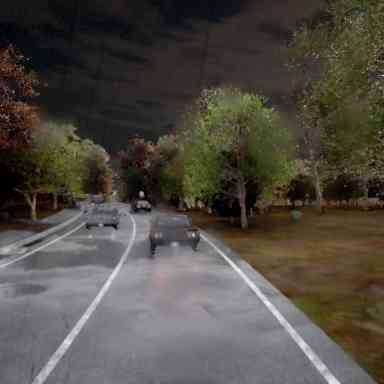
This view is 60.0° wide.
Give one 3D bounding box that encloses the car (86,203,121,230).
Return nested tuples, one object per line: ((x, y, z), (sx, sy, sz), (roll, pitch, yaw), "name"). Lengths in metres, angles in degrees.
((-5.603, 1.596, 21.351), (1.895, 1.301, 4.718), (1, 0, -10), "car")

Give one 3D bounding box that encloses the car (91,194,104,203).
((-17.391, 1.246, 61.197), (2.097, 1.767, 4.553), (1, 0, -19), "car")

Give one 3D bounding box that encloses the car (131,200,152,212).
((-5.954, 1.585, 38.657), (2.033, 1.411, 5.357), (1, 0, -17), "car")

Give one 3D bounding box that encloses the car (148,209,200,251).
((-0.873, 1.626, 14.367), (1.895, 1.301, 4.718), (0, 0, -7), "car")
